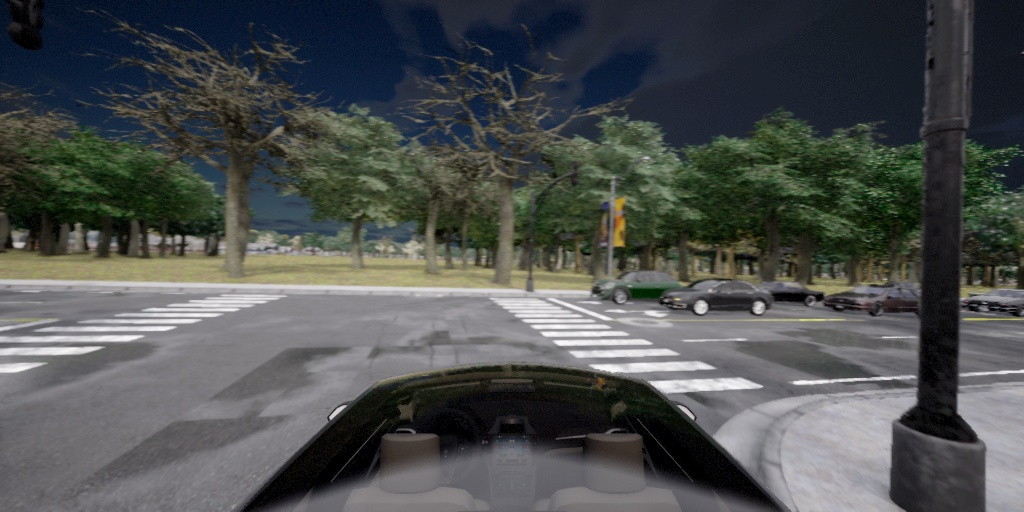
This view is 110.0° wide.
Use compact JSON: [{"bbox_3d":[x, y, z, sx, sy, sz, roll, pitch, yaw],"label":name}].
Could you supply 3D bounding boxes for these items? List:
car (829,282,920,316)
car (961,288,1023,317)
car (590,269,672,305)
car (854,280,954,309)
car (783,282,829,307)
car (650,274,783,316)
[{"bbox_3d":[18.473,2.177,17.924,5.357,1.411,2.033,2,-1,-13],"label":"car"},{"bbox_3d":[28.417,2.587,20.229,5.357,1.411,2.033,2,-1,-13],"label":"car"},{"bbox_3d":[6.349,1.514,18.439,4.553,1.767,2.097,2,-1,-13],"label":"car"},{"bbox_3d":[24.758,2.411,22.720,4.902,1.511,2.128,2,-1,-13],"label":"car"},{"bbox_3d":[15.083,2.122,20.474,4.718,1.301,1.895,2,-1,-13],"label":"car"},{"bbox_3d":[8.877,1.740,15.692,4.892,1.490,1.837,2,-1,-13],"label":"car"}]
